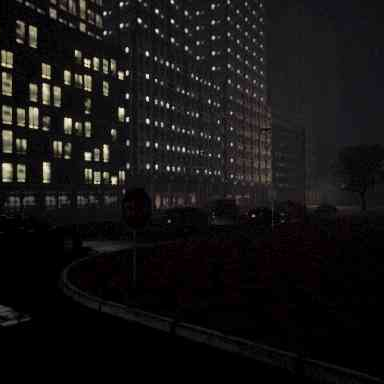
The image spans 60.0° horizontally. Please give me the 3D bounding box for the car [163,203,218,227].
[{"bbox_3d":[-0.223,1.858,25.881,1.837,1.490,4.892,-1,-1,36],"label":"car"}]

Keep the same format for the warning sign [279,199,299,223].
[{"bbox_3d":[7.780,1.493,26.660,1.300,1.860,1.060,0,0,36],"label":"warning sign"}]

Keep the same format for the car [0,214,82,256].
[{"bbox_3d":[-6.309,1.557,11.979,1.837,1.490,4.892,0,-2,36],"label":"car"}]

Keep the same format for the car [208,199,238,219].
[{"bbox_3d":[2.944,1.771,36.088,2.150,2.045,5.566,-1,-1,36],"label":"car"}]

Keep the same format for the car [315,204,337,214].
[{"bbox_3d":[18.833,2.320,46.574,2.033,1.411,5.357,-1,-1,36],"label":"car"}]

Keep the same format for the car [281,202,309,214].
[{"bbox_3d":[14.630,2.113,46.347,2.097,1.767,4.553,-1,-1,36],"label":"car"}]

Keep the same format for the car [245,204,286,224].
[{"bbox_3d":[6.319,1.990,29.339,1.994,1.385,4.181,-1,-1,36],"label":"car"}]
